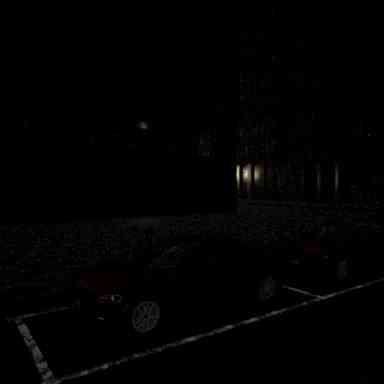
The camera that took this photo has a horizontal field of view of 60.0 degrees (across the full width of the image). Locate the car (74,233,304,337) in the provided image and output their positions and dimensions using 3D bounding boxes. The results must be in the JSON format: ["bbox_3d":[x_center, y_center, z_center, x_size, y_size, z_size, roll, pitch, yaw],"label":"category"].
[{"bbox_3d":[-0.008,1.555,6.665,4.507,1.381,1.887,0,0,-36],"label":"car"}]

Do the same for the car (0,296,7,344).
[{"bbox_3d":[-4.501,1.540,3.449,4.507,1.381,1.887,0,0,-36],"label":"car"}]

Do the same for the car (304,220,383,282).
[{"bbox_3d":[4.485,1.571,9.880,4.507,1.381,1.887,0,0,-36],"label":"car"}]
